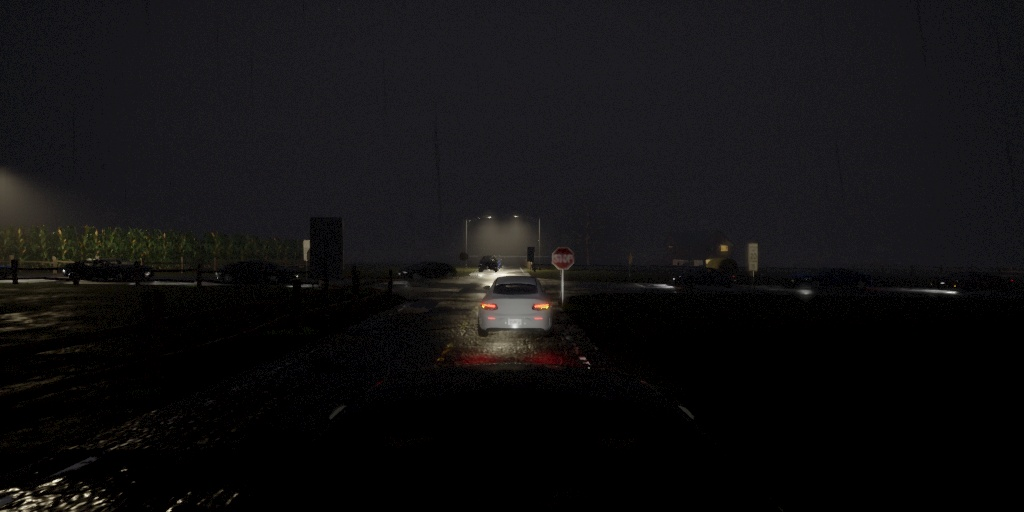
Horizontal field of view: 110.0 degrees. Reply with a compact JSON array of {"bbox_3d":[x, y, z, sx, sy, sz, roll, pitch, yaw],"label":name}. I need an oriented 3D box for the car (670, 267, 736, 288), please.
[{"bbox_3d":[13.660,1.495,25.807,4.181,1.385,1.994,1,1,1],"label":"car"}]

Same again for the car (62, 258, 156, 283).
[{"bbox_3d":[-26.378,0.900,23.571,4.902,1.511,2.128,1,1,1],"label":"car"}]

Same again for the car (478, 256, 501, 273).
[{"bbox_3d":[-2.829,0.963,43.895,2.150,2.045,5.566,0,0,0],"label":"car"}]

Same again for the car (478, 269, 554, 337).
[{"bbox_3d":[0.132,1.273,10.127,1.812,1.442,4.674,0,0,2],"label":"car"}]

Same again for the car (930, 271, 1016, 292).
[{"bbox_3d":[32.628,1.777,25.473,4.181,1.385,1.994,1,1,1],"label":"car"}]

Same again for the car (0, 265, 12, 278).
[{"bbox_3d":[-36.305,0.869,23.754,4.718,1.301,1.895,1,1,1],"label":"car"}]

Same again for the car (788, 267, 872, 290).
[{"bbox_3d":[22.650,1.540,25.653,5.008,1.535,1.882,1,1,1],"label":"car"}]

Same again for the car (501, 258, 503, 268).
[{"bbox_3d":[-2.806,0.958,59.577,2.150,2.045,5.566,0,0,0],"label":"car"}]

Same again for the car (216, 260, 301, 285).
[{"bbox_3d":[-16.458,1.052,23.425,4.892,1.490,1.837,1,1,0],"label":"car"}]

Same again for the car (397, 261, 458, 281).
[{"bbox_3d":[-6.548,1.148,28.140,4.892,1.490,1.837,2,1,-45],"label":"car"}]
